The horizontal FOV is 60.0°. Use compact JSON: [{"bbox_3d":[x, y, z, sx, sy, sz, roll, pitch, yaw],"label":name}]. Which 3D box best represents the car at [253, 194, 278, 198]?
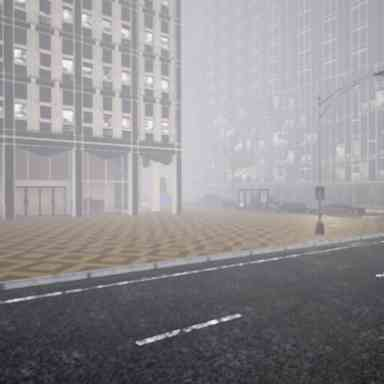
[{"bbox_3d":[9.916,1.297,43.197,2.150,2.045,5.566,0,1,-34],"label":"car"}]

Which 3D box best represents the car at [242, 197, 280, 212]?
[{"bbox_3d":[8.497,1.686,40.495,1.802,1.307,4.206,0,0,-34],"label":"car"}]

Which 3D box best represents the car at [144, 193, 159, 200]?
[{"bbox_3d":[-10.097,1.076,82.843,1.967,1.590,4.097,0,0,-34],"label":"car"}]

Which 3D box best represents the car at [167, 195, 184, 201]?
[{"bbox_3d":[-3.695,1.324,73.453,1.802,1.307,4.206,0,0,-34],"label":"car"}]

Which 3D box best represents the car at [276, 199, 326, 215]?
[{"bbox_3d":[11.684,1.721,35.787,1.947,1.339,4.313,0,0,-34],"label":"car"}]

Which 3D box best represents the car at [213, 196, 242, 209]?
[{"bbox_3d":[5.344,1.619,45.223,1.947,1.339,4.313,0,0,-34],"label":"car"}]

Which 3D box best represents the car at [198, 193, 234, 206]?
[{"bbox_3d":[3.888,1.200,52.056,2.150,2.045,5.566,0,1,-34],"label":"car"}]

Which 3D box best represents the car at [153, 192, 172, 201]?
[{"bbox_3d":[-6.894,1.004,78.147,2.192,1.841,5.009,0,0,-34],"label":"car"}]

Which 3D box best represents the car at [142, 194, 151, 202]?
[{"bbox_3d":[-10.619,1.344,68.732,2.008,1.369,4.403,0,0,-34],"label":"car"}]

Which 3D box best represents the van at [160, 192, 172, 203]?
[{"bbox_3d":[-4.214,1.240,59.338,1.690,1.788,3.998,0,0,-34],"label":"van"}]

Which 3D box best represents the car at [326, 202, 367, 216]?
[{"bbox_3d":[15.771,1.731,34.605,1.994,1.385,4.181,0,1,-34],"label":"car"}]

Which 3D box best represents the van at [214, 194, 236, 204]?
[{"bbox_3d":[5.911,1.240,59.362,1.690,1.788,3.998,0,0,-34],"label":"van"}]
